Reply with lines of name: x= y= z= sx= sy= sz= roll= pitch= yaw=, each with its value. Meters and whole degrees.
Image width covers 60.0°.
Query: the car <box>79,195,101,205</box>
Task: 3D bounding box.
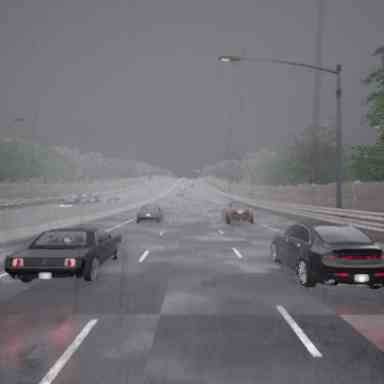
car: x=-17.531 y=1.348 z=58.089 sx=2.097 sy=1.767 sz=4.553 roll=0 pitch=1 yaw=1

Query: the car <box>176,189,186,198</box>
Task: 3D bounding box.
car: x=-3.497 y=0.683 z=92.393 sx=2.033 sy=1.649 sz=4.856 roll=0 pitch=1 yaw=0

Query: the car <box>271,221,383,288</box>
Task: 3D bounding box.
car: x=3.597 y=1.578 z=9.471 sx=1.837 sy=1.490 sz=4.892 roll=0 pitch=0 yaw=0

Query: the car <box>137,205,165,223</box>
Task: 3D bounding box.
car: x=-3.401 y=1.765 z=27.865 sx=1.994 sy=1.385 sz=4.181 roll=0 pitch=0 yaw=0

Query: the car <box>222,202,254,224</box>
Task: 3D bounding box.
car: x=3.599 y=1.546 z=26.808 sx=2.097 sy=1.767 sz=4.553 roll=0 pitch=0 yaw=0

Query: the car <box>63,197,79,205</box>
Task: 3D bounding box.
car: x=-21.025 y=1.552 z=58.449 sx=1.994 sy=1.385 sz=4.181 roll=0 pitch=1 yaw=1

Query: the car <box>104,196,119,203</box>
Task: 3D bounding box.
car: x=-14.031 y=1.493 z=58.449 sx=1.837 sy=1.490 sz=4.892 roll=0 pitch=1 yaw=1

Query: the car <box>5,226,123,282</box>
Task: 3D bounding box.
car: x=-3.402 y=1.677 z=9.941 sx=1.895 sy=1.301 sz=4.718 roll=0 pitch=0 yaw=0
